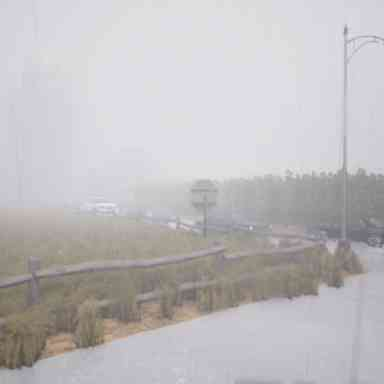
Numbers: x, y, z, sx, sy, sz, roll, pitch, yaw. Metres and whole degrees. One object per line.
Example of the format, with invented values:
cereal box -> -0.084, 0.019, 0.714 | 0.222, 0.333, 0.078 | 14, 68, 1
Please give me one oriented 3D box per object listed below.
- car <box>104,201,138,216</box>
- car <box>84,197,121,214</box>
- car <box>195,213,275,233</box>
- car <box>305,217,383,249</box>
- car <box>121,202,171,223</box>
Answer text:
car -> -8.479, 1.893, 39.223 | 2.128, 1.511, 4.902 | 1, -1, -36
car -> -9.707, 1.577, 35.369 | 2.150, 2.045, 5.566 | 1, -1, -35
car -> 2.278, 1.880, 18.578 | 1.895, 1.301, 4.718 | 1, -1, -36
car -> 7.978, 1.884, 16.292 | 1.895, 1.301, 4.718 | 1, -1, -36
car -> -3.571, 1.689, 26.749 | 2.097, 1.767, 4.553 | 1, -1, -36
